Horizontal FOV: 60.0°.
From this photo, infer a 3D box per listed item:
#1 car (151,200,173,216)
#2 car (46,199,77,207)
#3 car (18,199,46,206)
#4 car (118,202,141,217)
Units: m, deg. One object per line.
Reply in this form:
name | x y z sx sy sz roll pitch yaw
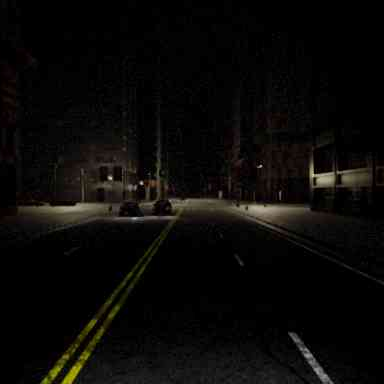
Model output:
car | -3.323 1.698 37.420 2.097 1.767 4.553 0 0 0
car | -22.762 1.951 58.832 4.507 1.381 1.887 0 0 0
car | -28.217 1.888 58.802 4.829 1.417 1.752 0 0 0
car | -6.581 1.856 35.716 1.812 1.442 4.674 0 -1 0
